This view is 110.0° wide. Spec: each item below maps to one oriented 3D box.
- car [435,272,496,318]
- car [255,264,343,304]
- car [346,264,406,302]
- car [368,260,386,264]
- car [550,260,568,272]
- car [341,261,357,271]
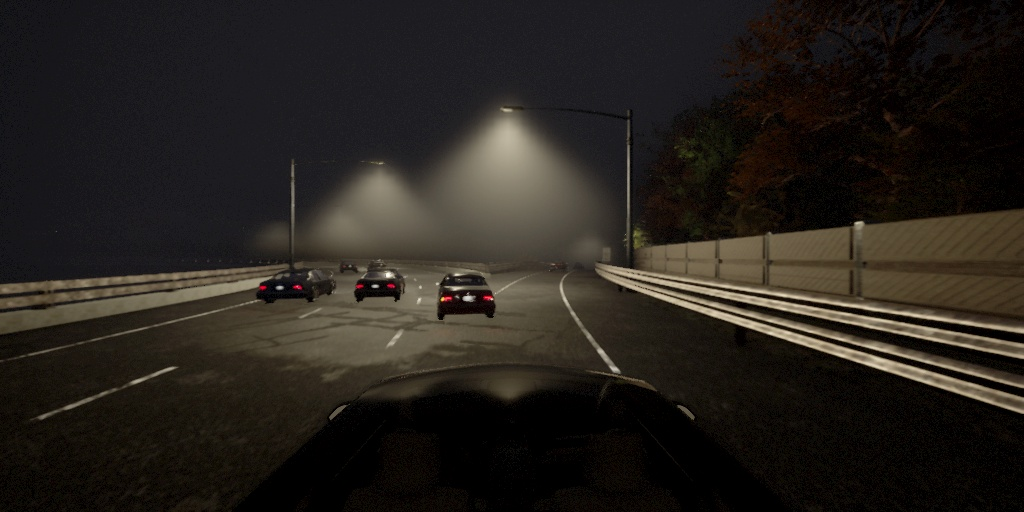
[{"bbox_3d":[-1.757,1.295,12.958,2.033,1.411,5.357,0,0,-11],"label":"car"},{"bbox_3d":[-9.569,1.283,16.342,2.033,1.411,5.357,0,0,-13],"label":"car"},{"bbox_3d":[-6.165,1.289,17.130,2.033,1.411,5.357,0,0,-13],"label":"car"},{"bbox_3d":[-17.476,1.217,46.365,2.128,1.511,4.902,0,0,-29],"label":"car"},{"bbox_3d":[6.102,1.256,46.273,2.128,1.511,4.902,0,0,14],"label":"car"},{"bbox_3d":[-20.145,1.269,44.115,2.033,1.411,5.357,0,0,-29],"label":"car"}]
